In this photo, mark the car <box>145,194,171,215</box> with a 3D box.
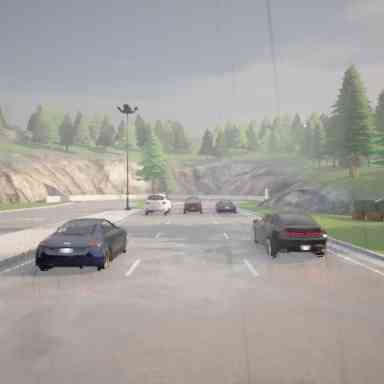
[{"bbox_3d":[-3.396,1.220,33.814,2.150,2.045,5.566,0,0,0],"label":"car"}]

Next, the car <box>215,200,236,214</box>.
[{"bbox_3d":[3.601,1.563,35.979,1.994,1.385,4.181,0,0,0],"label":"car"}]

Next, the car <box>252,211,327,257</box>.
[{"bbox_3d":[3.601,1.505,12.948,1.837,1.490,4.892,0,0,0],"label":"car"}]

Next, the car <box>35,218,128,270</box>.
[{"bbox_3d":[-3.400,1.564,11.021,1.994,1.385,4.181,0,0,0],"label":"car"}]

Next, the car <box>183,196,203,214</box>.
[{"bbox_3d":[0.092,1.478,35.212,1.882,1.535,5.008,0,0,0],"label":"car"}]

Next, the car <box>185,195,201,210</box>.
[{"bbox_3d":[0.188,1.352,44.442,2.097,1.767,4.553,0,0,1],"label":"car"}]
